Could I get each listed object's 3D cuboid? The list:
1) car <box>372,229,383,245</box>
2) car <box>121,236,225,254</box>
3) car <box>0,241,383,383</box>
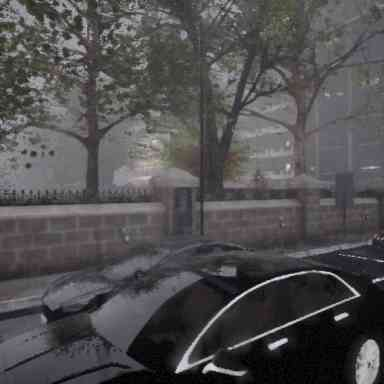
[{"bbox_3d":[8.566,1.581,12.685,4.206,1.307,1.802,0,0,-36],"label":"car"},{"bbox_3d":[-0.442,1.566,6.251,4.313,1.339,1.947,0,0,-36],"label":"car"},{"bbox_3d":[0.280,1.505,3.574,4.892,1.490,1.837,0,0,-35],"label":"car"}]
